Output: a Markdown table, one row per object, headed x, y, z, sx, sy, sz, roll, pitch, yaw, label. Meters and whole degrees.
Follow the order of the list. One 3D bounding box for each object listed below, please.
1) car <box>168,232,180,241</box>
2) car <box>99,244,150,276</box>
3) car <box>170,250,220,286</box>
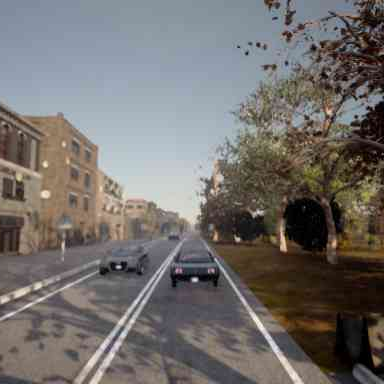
| x | y | z | sx | sy | sz | roll | pitch | yaw | label |
| --- | --- | --- | --- | --- | --- | --- | --- | --- | --- |
| -3.124 | 7.632 | 57.900 | 1.882 | 1.535 | 5.008 | 0 | -7 | 1 | car |
| -3.332 | 3.398 | 17.063 | 1.994 | 1.385 | 4.181 | 0 | -6 | 0 | car |
| 0.113 | 3.195 | 14.611 | 1.895 | 1.301 | 4.718 | 0 | -6 | 0 | car |
